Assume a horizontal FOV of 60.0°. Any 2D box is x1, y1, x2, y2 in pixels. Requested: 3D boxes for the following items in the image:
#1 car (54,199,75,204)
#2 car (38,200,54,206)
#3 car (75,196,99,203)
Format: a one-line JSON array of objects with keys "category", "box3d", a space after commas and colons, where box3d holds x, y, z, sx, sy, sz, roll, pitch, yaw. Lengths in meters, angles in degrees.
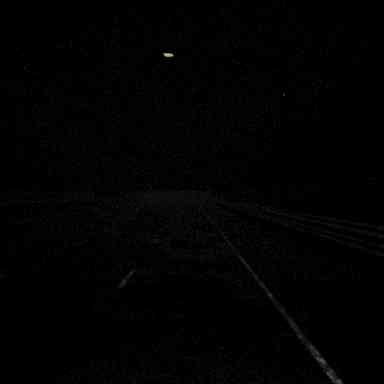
[{"category": "car", "box3d": [-21.052, 1.979, 56.345, 1.882, 1.535, 5.008, 0, 0, 1]}, {"category": "car", "box3d": [-24.546, 2.068, 56.770, 1.994, 1.385, 4.181, 0, 0, 1]}, {"category": "car", "box3d": [-17.552, 1.726, 56.737, 2.150, 2.045, 5.566, 0, -1, 1]}]
